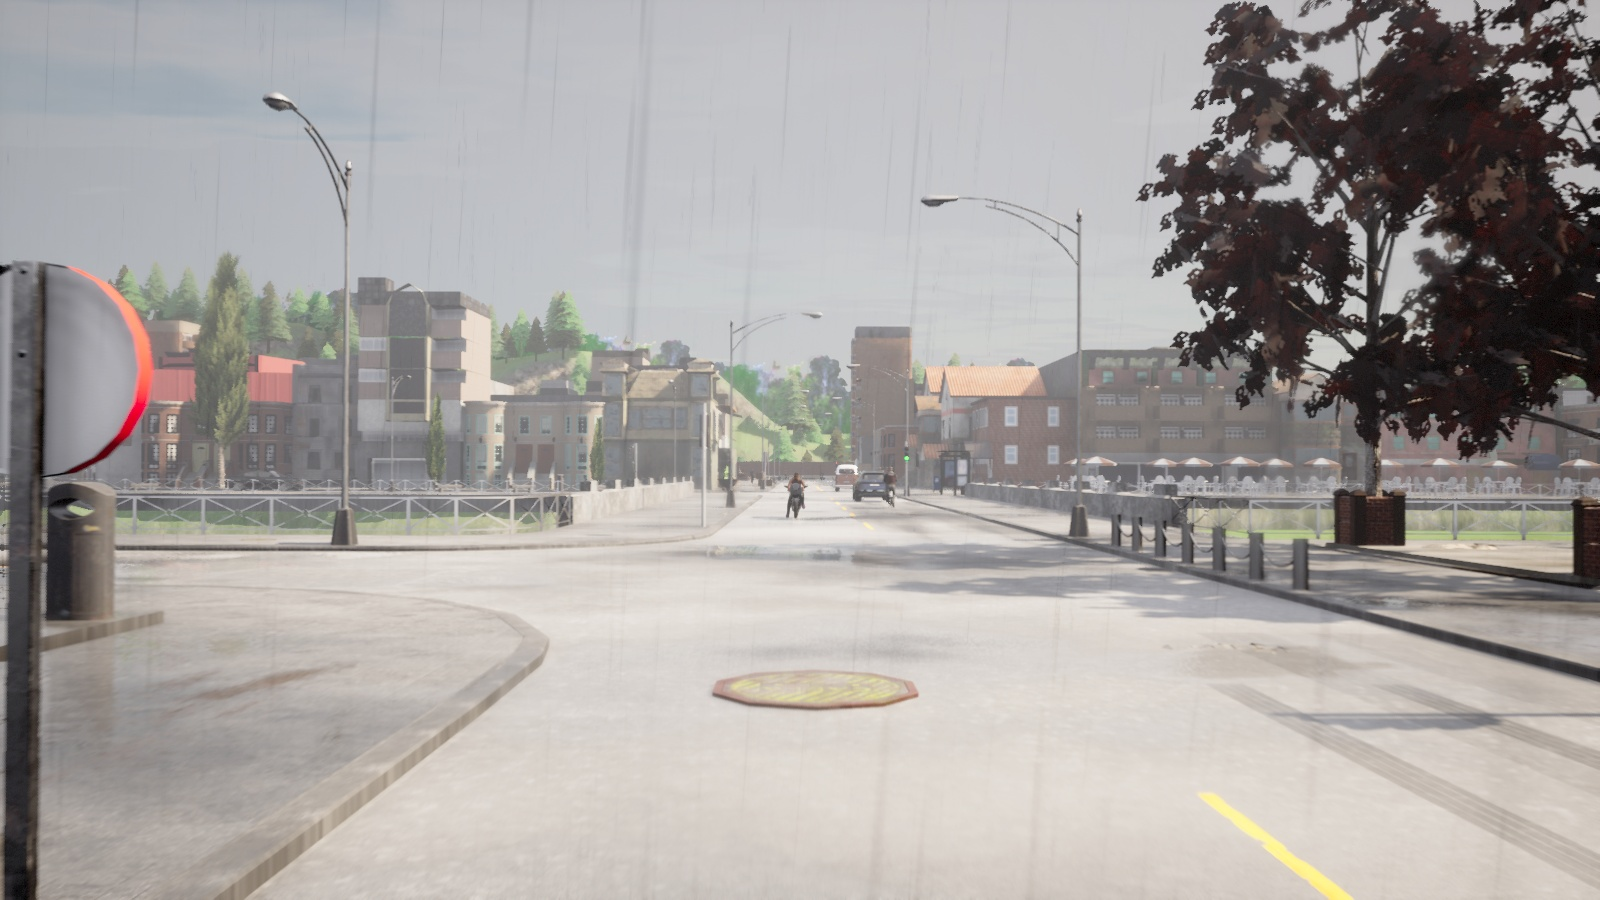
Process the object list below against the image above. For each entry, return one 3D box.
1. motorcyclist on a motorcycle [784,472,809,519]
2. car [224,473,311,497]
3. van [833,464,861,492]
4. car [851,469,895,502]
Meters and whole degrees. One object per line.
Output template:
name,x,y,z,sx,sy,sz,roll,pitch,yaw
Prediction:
motorcyclist on a motorcycle,-0.114,1.499,41.901,0.797,1.523,2.044,0,-1,1
car,-35.383,2.331,83.478,5.008,1.535,1.882,0,-1,0
van,3.659,2.142,96.672,2.069,2.038,4.480,0,-1,3
car,3.794,1.838,66.123,2.033,1.649,4.856,0,-1,0
